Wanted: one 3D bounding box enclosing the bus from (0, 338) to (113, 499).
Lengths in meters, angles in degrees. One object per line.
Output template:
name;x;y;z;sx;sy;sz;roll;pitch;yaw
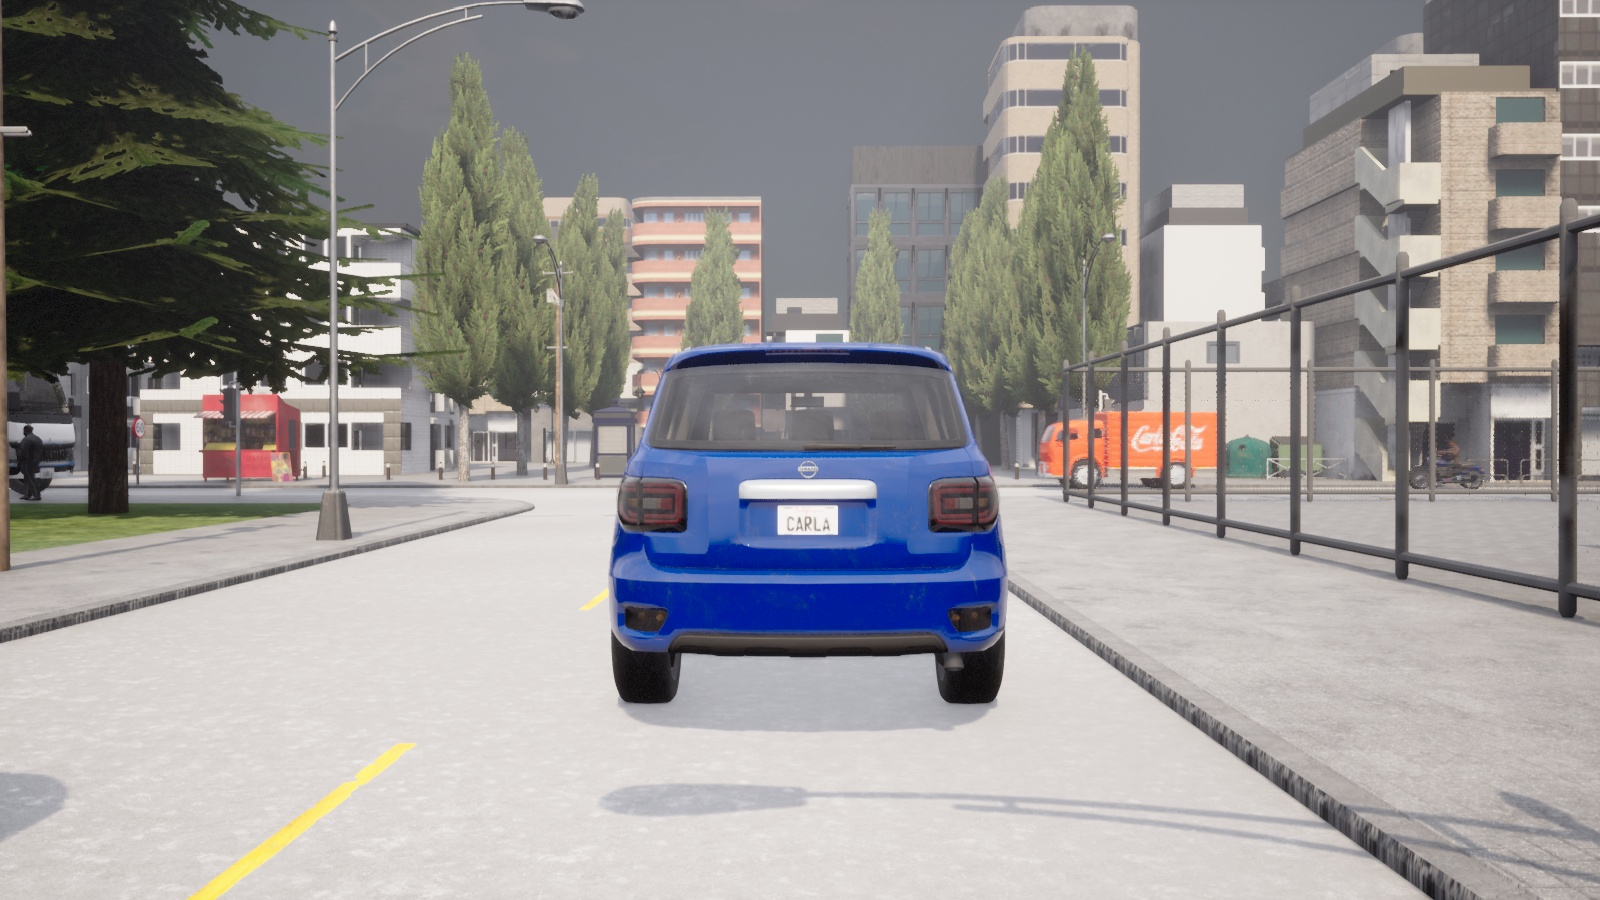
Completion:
bus;-25.605;-0.854;35.497;10.273;4.253;3.944;0;0;2

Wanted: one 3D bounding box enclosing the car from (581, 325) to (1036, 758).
car;0.056;0.416;8.720;2.150;2.045;5.566;0;0;0

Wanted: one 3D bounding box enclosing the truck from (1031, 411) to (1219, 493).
truck;10.081;0.044;39.312;5.204;2.467;2.627;0;0;0

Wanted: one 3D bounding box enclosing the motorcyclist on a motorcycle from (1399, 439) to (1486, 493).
motorcyclist on a motorcycle;20.081;0.488;39.276;2.350;1.649;0.766;0;0;0

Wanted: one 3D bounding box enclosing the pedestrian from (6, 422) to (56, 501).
pedestrian;-18.305;0.270;29.899;0.849;1.883;0.563;0;0;-4

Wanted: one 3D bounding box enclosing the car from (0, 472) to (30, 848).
car;-3.969;0.791;2.745;1.994;1.385;4.181;0;0;0
